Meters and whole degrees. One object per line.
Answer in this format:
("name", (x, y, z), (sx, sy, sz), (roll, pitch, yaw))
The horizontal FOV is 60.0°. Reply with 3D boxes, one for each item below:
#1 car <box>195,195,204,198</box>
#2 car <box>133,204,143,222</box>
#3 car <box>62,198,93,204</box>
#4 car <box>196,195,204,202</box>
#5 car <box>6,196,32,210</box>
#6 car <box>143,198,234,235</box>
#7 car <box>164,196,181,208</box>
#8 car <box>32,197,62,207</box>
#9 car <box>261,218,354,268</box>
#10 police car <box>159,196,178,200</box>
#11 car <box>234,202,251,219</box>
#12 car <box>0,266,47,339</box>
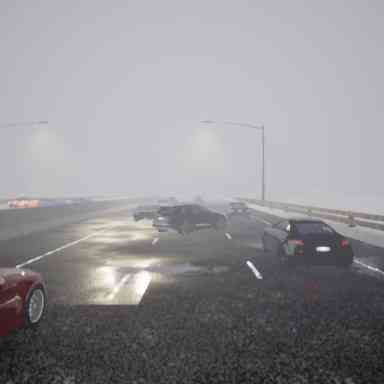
("car", (1.251, 1.530, 62.696), (1.812, 1.442, 4.674), (0, 0, 3))
("car", (-3.281, 1.586, 25.967), (1.895, 1.301, 4.718), (0, 0, 1))
("car", (-13.577, 1.463, 40.503), (1.882, 1.535, 5.008), (0, 0, 1))
("car", (1.900, 1.486, 80.106), (1.837, 1.490, 4.892), (0, 0, 2))
("car", (-20.573, 1.335, 40.633), (2.097, 1.767, 4.553), (0, 0, 2))
("car", (-0.059, 1.418, 18.775), (2.033, 1.649, 4.856), (1, 1, 43))
("car", (-2.793, 1.424, 47.869), (2.033, 1.649, 4.856), (0, 0, 2))
("car", (-17.074, 1.462, 40.612), (1.882, 1.535, 5.008), (0, 0, 2))
("car", (3.657, 1.554, 11.237), (1.994, 1.385, 4.181), (0, 0, 0))
("police car", (-3.072, 1.493, 36.904), (2.038, 1.542, 4.974), (0, 0, 1))
("car", (3.877, 1.534, 28.931), (2.033, 1.411, 5.357), (0, 0, 1))
("car", (-3.492, 1.521, 4.002), (1.812, 1.442, 4.674), (0, 0, 0))
